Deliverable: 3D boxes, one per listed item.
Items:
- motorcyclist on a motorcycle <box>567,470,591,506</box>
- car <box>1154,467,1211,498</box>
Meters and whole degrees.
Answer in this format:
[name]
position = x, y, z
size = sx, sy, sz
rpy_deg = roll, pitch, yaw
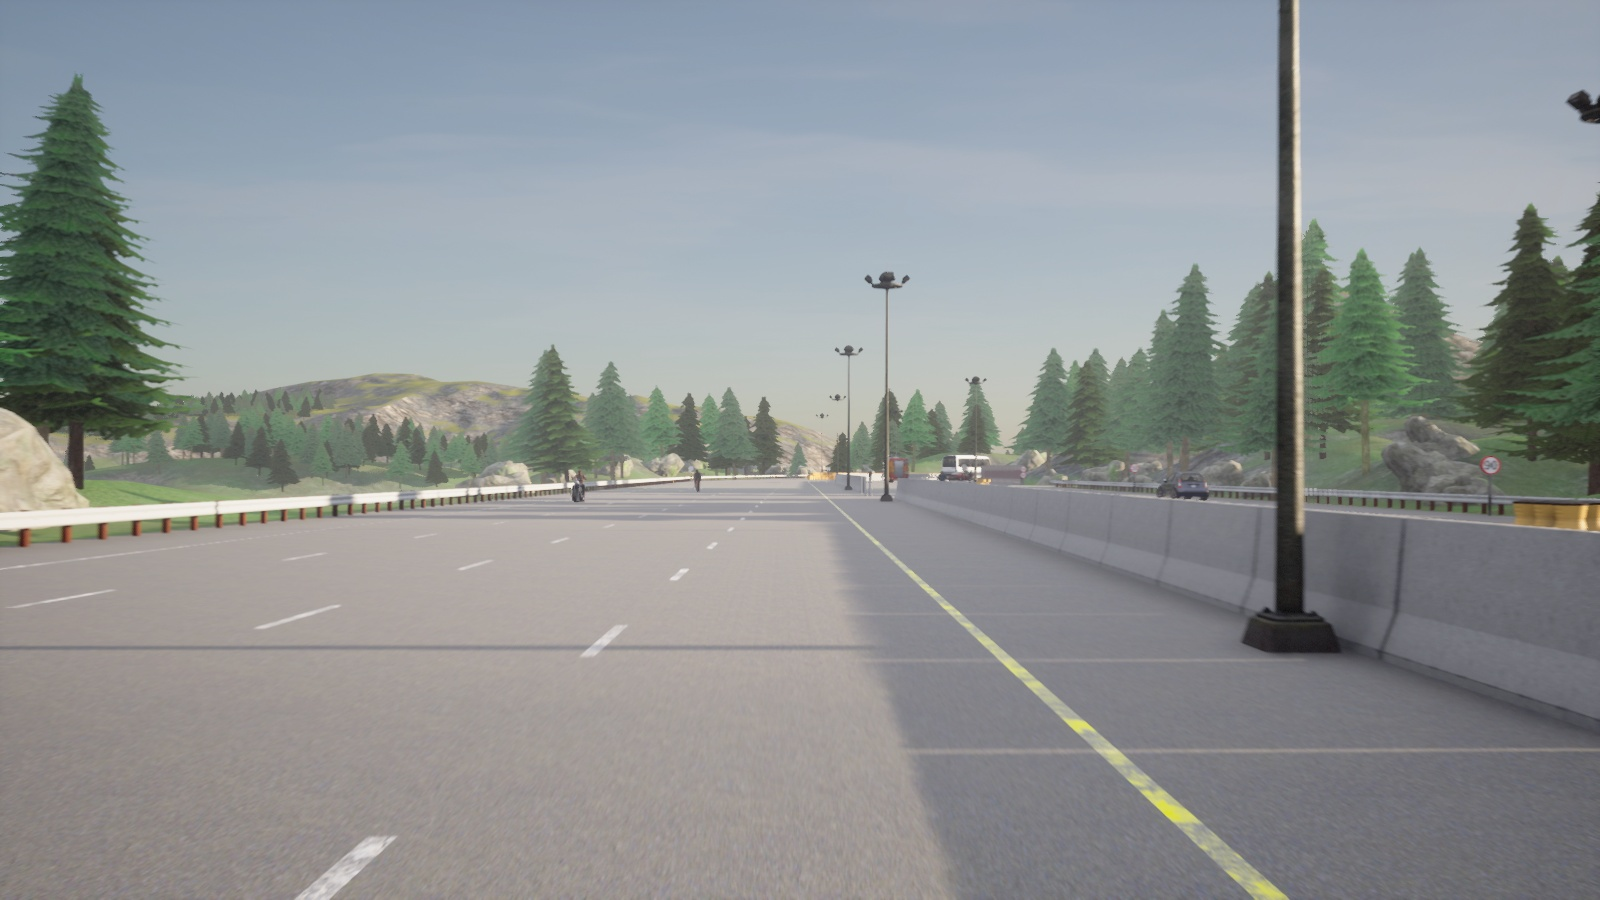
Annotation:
[motorcyclist on a motorcycle]
position = -10.643, 1.818, 60.550
size = 0.766, 1.649, 2.350
rpy_deg = 0, -1, 0
[car]
position = 20.838, 1.773, 68.569
size = 1.851, 1.617, 3.988
rpy_deg = 0, -1, 0
